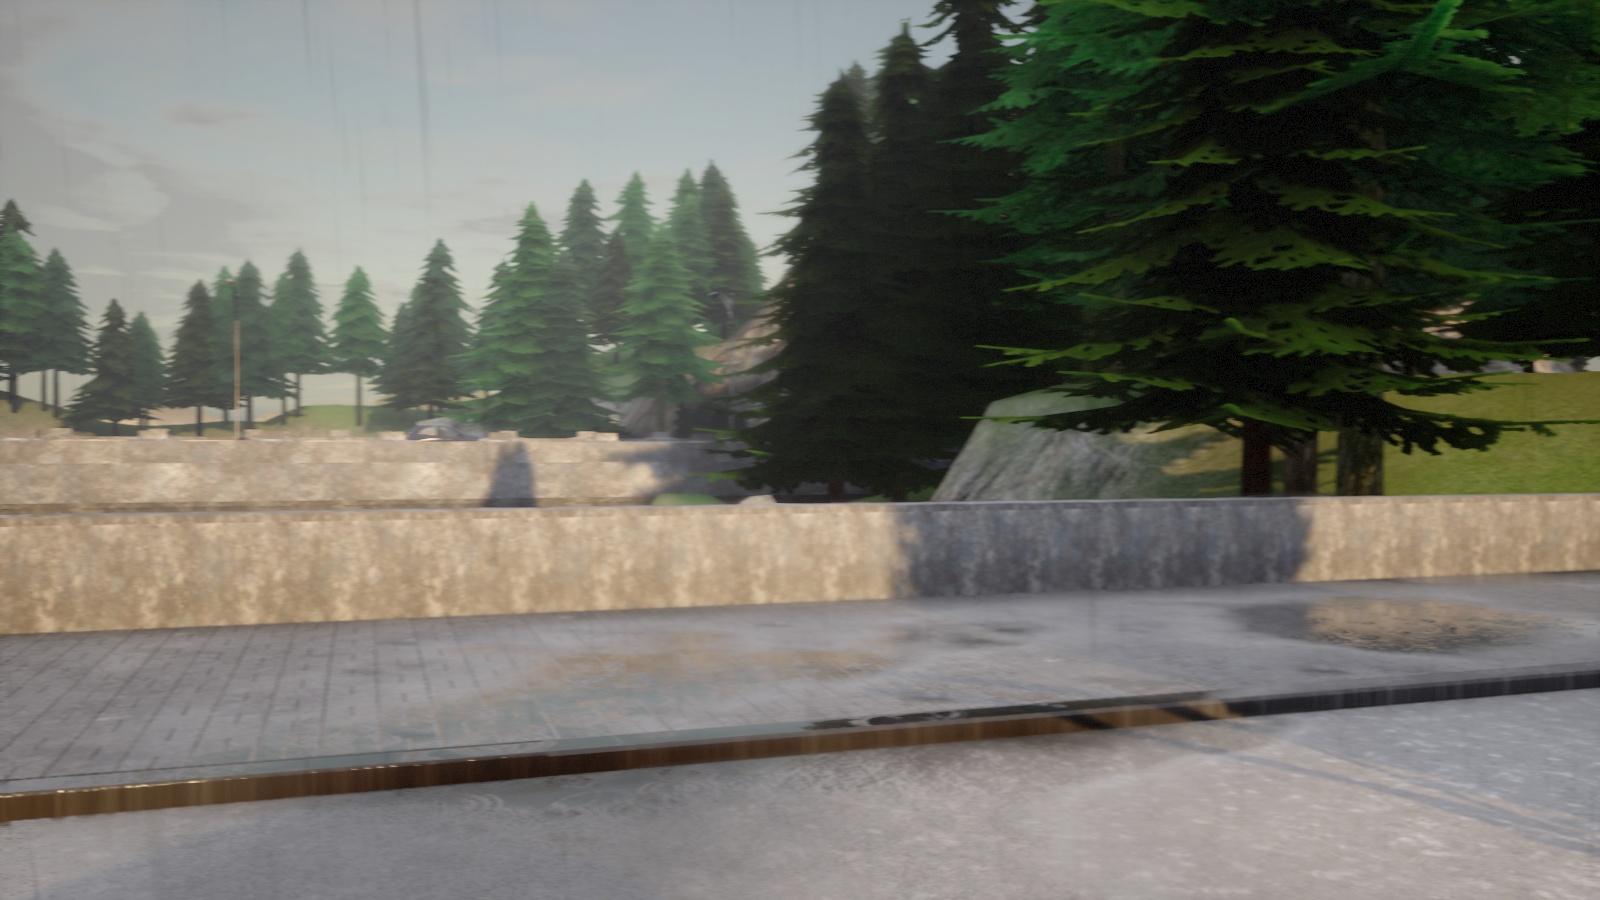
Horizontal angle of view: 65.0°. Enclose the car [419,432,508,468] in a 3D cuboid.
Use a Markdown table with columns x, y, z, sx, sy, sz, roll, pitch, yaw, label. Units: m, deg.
| x | y | z | sx | sy | sz | roll | pitch | yaw | label |
| --- | --- | --- | --- | --- | --- | --- | --- | --- | --- |
| -14.724 | -0.033 | 54.953 | 3.633 | 1.501 | 1.845 | -1 | 1 | -19 | car |
